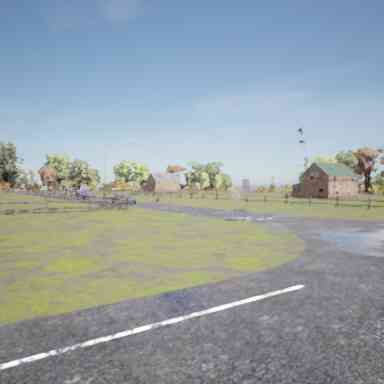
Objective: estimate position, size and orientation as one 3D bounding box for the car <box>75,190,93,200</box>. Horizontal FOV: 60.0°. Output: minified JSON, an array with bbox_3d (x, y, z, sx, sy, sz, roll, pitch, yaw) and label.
[{"bbox_3d":[-18.355,0.459,56.545,1.882,1.535,5.008,-1,2,-35],"label":"car"}]

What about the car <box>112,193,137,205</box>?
[{"bbox_3d":[-8.727,0.862,42.672,1.812,1.442,4.674,-1,2,-35],"label":"car"}]
